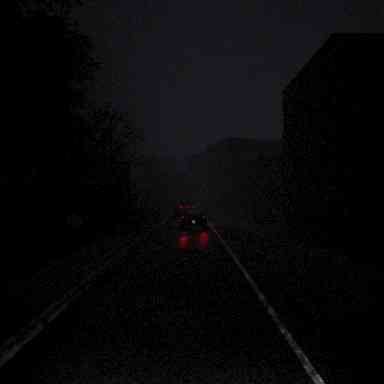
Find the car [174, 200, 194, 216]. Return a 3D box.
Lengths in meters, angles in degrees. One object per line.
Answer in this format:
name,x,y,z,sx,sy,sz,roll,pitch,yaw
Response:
car,-0.997,2.053,43.028,2.150,2.045,5.566,0,-1,-10

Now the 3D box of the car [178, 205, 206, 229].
car,0.108,1.920,24.966,1.812,1.442,4.674,0,-2,0
